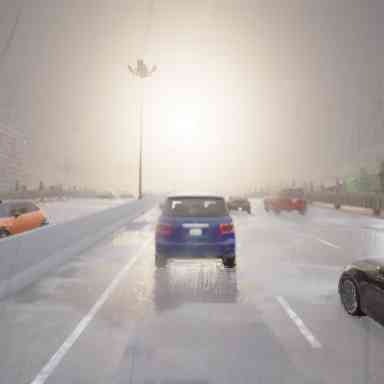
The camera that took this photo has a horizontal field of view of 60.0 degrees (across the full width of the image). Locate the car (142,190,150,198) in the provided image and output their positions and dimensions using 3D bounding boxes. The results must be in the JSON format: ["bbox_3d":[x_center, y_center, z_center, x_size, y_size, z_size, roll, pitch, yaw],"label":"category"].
[{"bbox_3d":[-7.118,0.376,54.469,2.128,1.511,4.902,0,0,0],"label":"car"}]

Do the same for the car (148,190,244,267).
[{"bbox_3d":[0.087,0.997,10.679,2.150,2.045,5.566,0,1,0],"label":"car"}]

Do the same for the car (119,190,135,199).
[{"bbox_3d":[-10.615,0.410,54.484,1.812,1.442,4.674,0,0,0],"label":"car"}]

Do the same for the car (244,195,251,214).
[{"bbox_3d":[3.570,0.937,27.032,1.837,1.490,4.892,0,1,0],"label":"car"}]

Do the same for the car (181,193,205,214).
[{"bbox_3d":[0.069,0.883,28.223,1.882,1.535,5.008,0,1,0],"label":"car"}]

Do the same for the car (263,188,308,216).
[{"bbox_3d":[7.072,0.684,25.599,2.150,2.045,5.566,0,1,0],"label":"car"}]

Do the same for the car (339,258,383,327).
[{"bbox_3d":[3.587,1.439,4.145,1.812,1.442,4.674,0,1,0],"label":"car"}]

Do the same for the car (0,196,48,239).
[{"bbox_3d":[-7.113,1.095,12.153,2.097,1.767,4.553,0,1,0],"label":"car"}]

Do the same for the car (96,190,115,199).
[{"bbox_3d":[-14.107,0.431,54.468,2.033,1.411,5.357,0,0,1],"label":"car"}]
